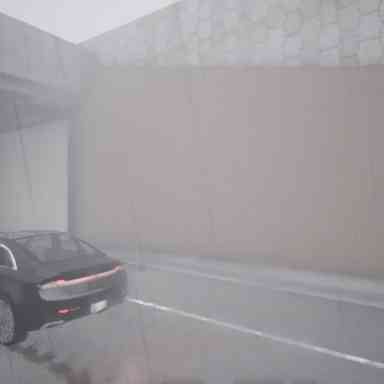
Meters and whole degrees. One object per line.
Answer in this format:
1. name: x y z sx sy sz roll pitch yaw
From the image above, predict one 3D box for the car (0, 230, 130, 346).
1. car: -3.364 1.497 6.390 4.902 1.511 2.128 0 0 36
